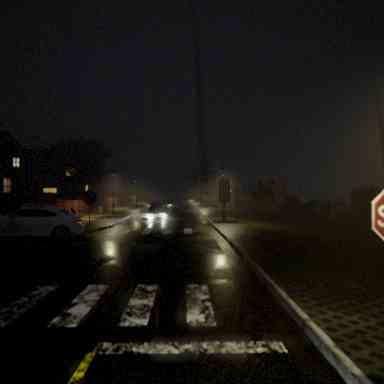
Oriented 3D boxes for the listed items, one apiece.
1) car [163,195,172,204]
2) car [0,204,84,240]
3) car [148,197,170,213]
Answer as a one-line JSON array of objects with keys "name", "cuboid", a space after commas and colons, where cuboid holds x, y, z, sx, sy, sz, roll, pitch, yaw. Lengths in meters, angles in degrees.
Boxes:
[{"name": "car", "cuboid": [-4.861, 1.360, 63.930, 2.128, 1.511, 4.902, 0, 0, -2]}, {"name": "car", "cuboid": [-7.158, 1.257, 14.525, 4.674, 1.442, 1.812, 5, 2, -28]}, {"name": "car", "cuboid": [-3.876, 1.589, 37.793, 1.895, 1.301, 4.718, 0, 0, -2]}]
